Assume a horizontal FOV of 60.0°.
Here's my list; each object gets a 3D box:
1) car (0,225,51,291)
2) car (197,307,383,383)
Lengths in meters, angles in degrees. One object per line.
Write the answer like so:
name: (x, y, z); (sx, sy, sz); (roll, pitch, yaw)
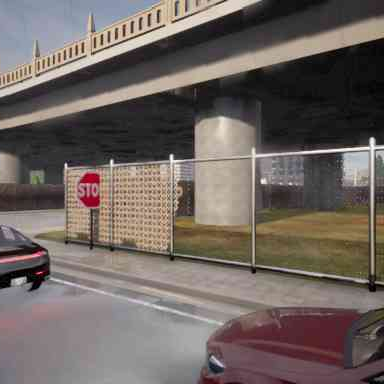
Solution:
car: (-5.277, 1.491, 7.750); (4.902, 1.511, 2.128); (0, 0, 35)
car: (2.228, 1.526, 2.399); (4.674, 1.442, 1.812); (0, 0, 35)
